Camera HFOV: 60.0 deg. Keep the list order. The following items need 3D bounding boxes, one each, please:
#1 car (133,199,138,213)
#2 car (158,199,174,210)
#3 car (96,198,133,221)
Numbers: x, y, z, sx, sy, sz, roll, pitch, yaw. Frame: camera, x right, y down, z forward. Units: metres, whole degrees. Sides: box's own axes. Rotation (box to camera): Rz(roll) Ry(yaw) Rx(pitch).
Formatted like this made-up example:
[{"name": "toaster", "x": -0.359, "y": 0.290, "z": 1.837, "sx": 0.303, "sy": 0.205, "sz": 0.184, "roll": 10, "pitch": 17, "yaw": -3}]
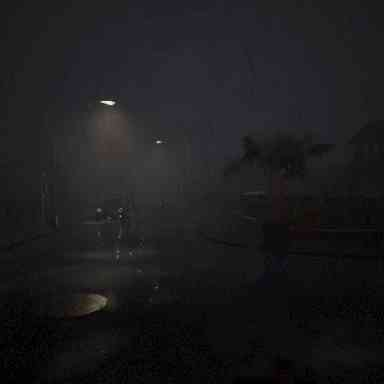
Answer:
[{"name": "car", "x": -7.098, "y": 1.505, "z": 37.171, "sx": 1.837, "sy": 1.490, "sz": 4.892, "roll": 0, "pitch": 0, "yaw": -4}, {"name": "car", "x": -3.353, "y": 1.601, "z": 42.760, "sx": 1.895, "sy": 1.301, "sz": 4.718, "roll": 0, "pitch": 0, "yaw": -4}, {"name": "car", "x": -6.304, "y": 1.352, "z": 26.832, "sx": 2.097, "sy": 1.767, "sz": 4.553, "roll": 0, "pitch": 0, "yaw": -4}]
